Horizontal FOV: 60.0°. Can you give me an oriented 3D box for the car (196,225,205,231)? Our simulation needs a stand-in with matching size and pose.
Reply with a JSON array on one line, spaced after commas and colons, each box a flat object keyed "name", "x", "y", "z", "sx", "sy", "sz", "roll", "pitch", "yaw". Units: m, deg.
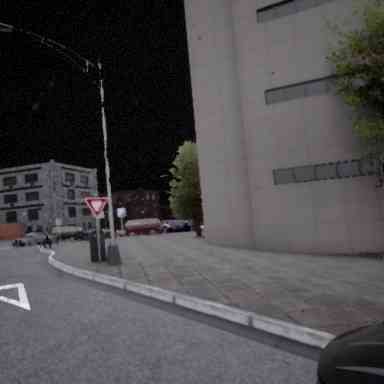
[{"name": "car", "x": -0.003, "y": 6.350, "z": 57.230, "sx": 5.366, "sy": 1.575, "sz": 1.946, "roll": -6, "pitch": -8, "yaw": 15}]

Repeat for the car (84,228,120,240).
[{"name": "car", "x": -11.872, "y": 5.577, "z": 44.395, "sx": 1.812, "sy": 1.442, "sz": 4.674, "roll": -6, "pitch": -7, "yaw": 15}]

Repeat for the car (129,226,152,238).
[{"name": "car", "x": -8.594, "y": 6.653, "z": 55.852, "sx": 2.097, "sy": 1.767, "sz": 4.553, "roll": -6, "pitch": -8, "yaw": 16}]

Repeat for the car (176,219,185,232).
[{"name": "car", "x": -3.985, "y": 4.903, "z": 43.981, "sx": 5.008, "sy": 1.535, "sz": 2.097, "roll": -6, "pitch": -8, "yaw": 15}]

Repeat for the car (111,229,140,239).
[{"name": "car", "x": -12.078, "y": 7.648, "z": 60.257, "sx": 4.674, "sy": 1.452, "sz": 2.002, "roll": -6, "pitch": -8, "yaw": 15}]

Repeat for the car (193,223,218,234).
[{"name": "car", "x": 2.836, "y": 7.434, "z": 67.989, "sx": 4.553, "sy": 1.767, "sz": 2.185, "roll": -6, "pitch": -8, "yaw": 15}]

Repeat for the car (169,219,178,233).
[{"name": "car", "x": -4.727, "y": 4.650, "z": 41.259, "sx": 4.792, "sy": 1.488, "sz": 2.163, "roll": -6, "pitch": -7, "yaw": 15}]

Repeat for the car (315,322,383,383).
[{"name": "car", "x": 3.223, "y": 1.501, "z": 1.623, "sx": 5.008, "sy": 1.535, "sz": 1.882, "roll": 1, "pitch": 0, "yaw": 34}]

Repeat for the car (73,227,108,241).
[{"name": "car", "x": -15.116, "y": 6.299, "z": 49.595, "sx": 4.553, "sy": 1.767, "sz": 2.185, "roll": -6, "pitch": -8, "yaw": 15}]

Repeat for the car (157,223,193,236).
[{"name": "car", "x": -2.499, "y": 5.517, "z": 49.270, "sx": 4.792, "sy": 1.488, "sz": 2.163, "roll": -6, "pitch": -8, "yaw": 15}]

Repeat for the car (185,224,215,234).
[{"name": "car", "x": 1.525, "y": 6.941, "z": 62.572, "sx": 5.366, "sy": 1.575, "sz": 1.946, "roll": -6, "pitch": -8, "yaw": 15}]

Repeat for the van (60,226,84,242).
[{"name": "van", "x": -16.785, "y": 5.653, "z": 44.322, "sx": 4.442, "sy": 1.987, "sz": 1.878, "roll": -6, "pitch": -7, "yaw": 15}]

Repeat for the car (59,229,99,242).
[{"name": "car", "x": -15.905, "y": 6.136, "z": 46.921, "sx": 5.008, "sy": 1.535, "sz": 2.097, "roll": -6, "pitch": -7, "yaw": 15}]

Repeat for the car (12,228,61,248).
[{"name": "car", "x": -15.407, "y": 4.624, "z": 32.590, "sx": 1.994, "sy": 1.385, "sz": 4.181, "roll": -6, "pitch": -5, "yaw": 19}]

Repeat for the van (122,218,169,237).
[{"name": "van", "x": -5.421, "y": 4.135, "z": 38.597, "sx": 4.442, "sy": 1.987, "sz": 1.878, "roll": -6, "pitch": -7, "yaw": 15}]

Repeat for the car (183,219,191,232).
[{"name": "car", "x": -3.282, "y": 4.943, "z": 46.636, "sx": 5.566, "sy": 2.045, "sz": 2.435, "roll": -6, "pitch": -8, "yaw": 15}]
